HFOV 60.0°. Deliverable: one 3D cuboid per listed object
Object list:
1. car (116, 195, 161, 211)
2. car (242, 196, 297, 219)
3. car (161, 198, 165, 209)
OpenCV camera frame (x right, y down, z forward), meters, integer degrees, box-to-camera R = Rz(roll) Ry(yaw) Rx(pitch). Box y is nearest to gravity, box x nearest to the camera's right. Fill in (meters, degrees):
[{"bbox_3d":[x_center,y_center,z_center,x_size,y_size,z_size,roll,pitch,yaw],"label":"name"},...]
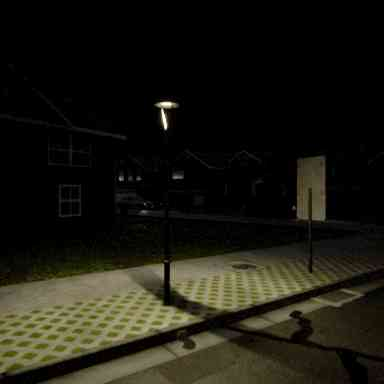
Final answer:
[{"bbox_3d":[-5.833,1.141,33.939,4.674,1.442,1.812,1,1,34],"label":"car"},{"bbox_3d":[6.257,1.147,25.669,4.553,1.767,2.097,1,1,34],"label":"car"},{"bbox_3d":[-5.118,1.098,37.018,4.892,1.490,1.837,1,1,34],"label":"car"}]
